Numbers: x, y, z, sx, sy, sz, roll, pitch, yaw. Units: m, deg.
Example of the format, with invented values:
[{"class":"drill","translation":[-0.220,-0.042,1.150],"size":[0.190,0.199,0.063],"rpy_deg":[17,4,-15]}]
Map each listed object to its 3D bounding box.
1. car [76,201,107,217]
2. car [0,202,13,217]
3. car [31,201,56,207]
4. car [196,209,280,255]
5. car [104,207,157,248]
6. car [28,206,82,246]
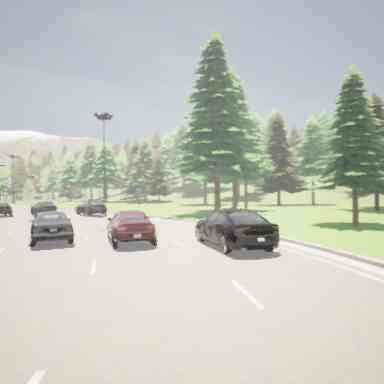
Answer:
[{"class":"car","translation":[-10.317,1.646,33.898],"size":[2.128,1.511,4.902],"rpy_deg":[-1,0,-38]},{"class":"car","translation":[-20.301,1.842,35.215],"size":[1.837,1.490,4.892],"rpy_deg":[-1,0,-38]},{"class":"car","translation":[-15.456,1.753,34.707],"size":[1.837,1.490,4.892],"rpy_deg":[-1,0,-38]},{"class":"car","translation":[1.608,1.434,13.378],"size":[1.882,1.535,5.008],"rpy_deg":[-1,0,-16]},{"class":"car","translation":[-2.815,1.562,15.158],"size":[1.812,1.442,4.674],"rpy_deg":[-1,0,-17]},{"class":"car","translation":[-6.883,1.657,16.195],"size":[2.033,1.411,5.357],"rpy_deg":[-1,0,-25]}]
